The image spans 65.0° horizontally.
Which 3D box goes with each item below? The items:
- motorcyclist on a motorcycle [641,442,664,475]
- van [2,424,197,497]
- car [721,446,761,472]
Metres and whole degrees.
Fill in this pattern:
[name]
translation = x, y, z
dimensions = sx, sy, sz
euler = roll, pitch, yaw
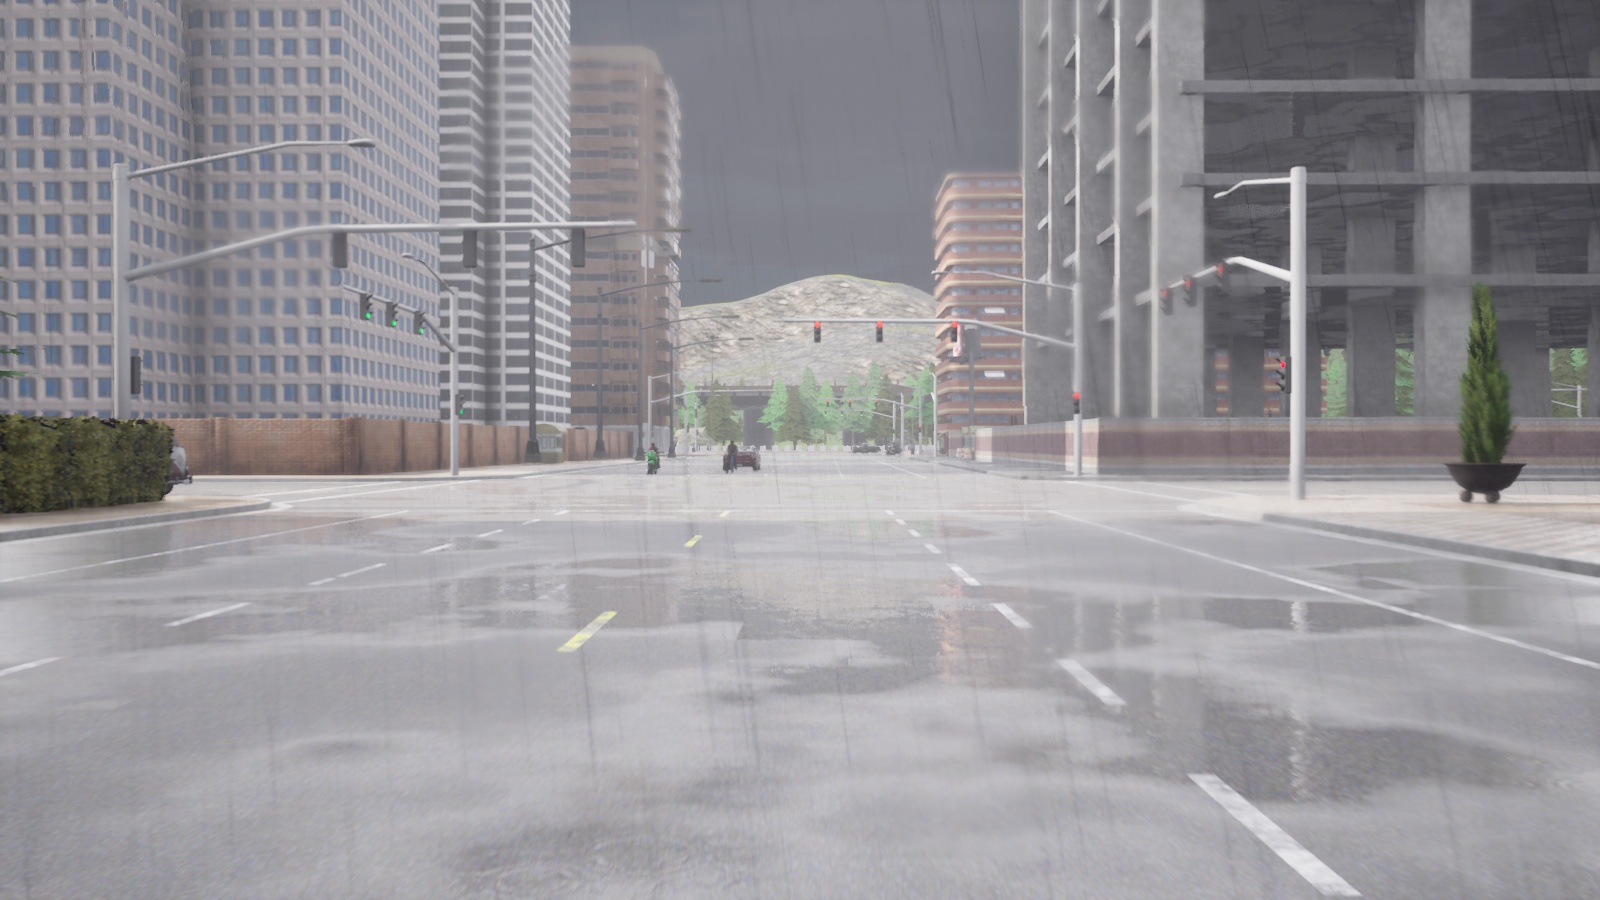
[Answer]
[motorcyclist on a motorcycle]
translation = -6.832, 0.394, 58.372
dimensions = 0.797, 1.523, 2.044
euler = 0, 0, 1
[van]
translation = -19.443, 0.286, 34.972
dimensions = 4.442, 1.987, 1.775
euler = 0, 0, 1
[car]
translation = -3.139, 0.462, 67.843
dimensions = 1.895, 1.301, 4.718
euler = 0, 0, 1
